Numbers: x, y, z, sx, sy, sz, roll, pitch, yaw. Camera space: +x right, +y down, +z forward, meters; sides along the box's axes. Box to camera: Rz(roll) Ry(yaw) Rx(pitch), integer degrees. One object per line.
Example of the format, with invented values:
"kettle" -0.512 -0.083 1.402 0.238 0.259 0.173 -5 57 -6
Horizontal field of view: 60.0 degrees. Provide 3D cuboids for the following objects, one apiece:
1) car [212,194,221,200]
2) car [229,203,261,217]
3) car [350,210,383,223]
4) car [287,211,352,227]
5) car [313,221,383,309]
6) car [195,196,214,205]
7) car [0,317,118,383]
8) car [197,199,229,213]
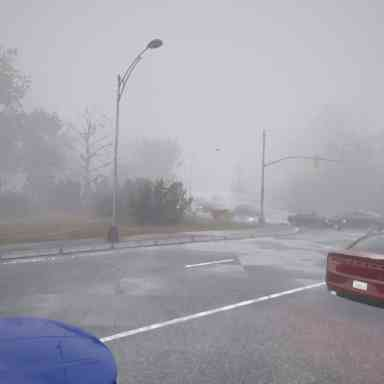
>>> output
"car" 5.870 1.112 79.193 2.033 1.411 5.357 2 2 -1
"car" 6.815 2.183 40.562 1.837 1.490 4.892 2 0 -20
"car" 13.517 2.202 26.174 1.837 1.490 4.892 3 -2 -28
"car" 9.301 2.118 25.064 1.895 1.301 4.718 3 -2 -17
"car" 5.016 1.556 7.364 5.008 1.535 1.882 1 -1 -35
"car" 1.757 1.705 57.278 1.837 1.490 4.892 2 1 -12
"car" -2.839 1.478 1.717 5.008 1.535 1.882 0 0 -36
"car" 2.865 2.051 41.128 2.033 1.411 5.357 3 0 -20
